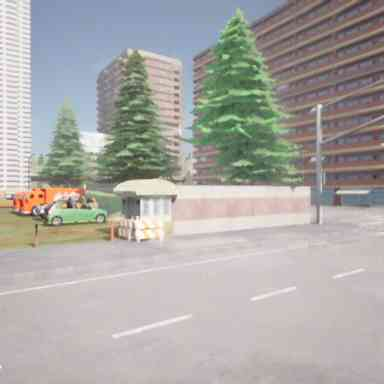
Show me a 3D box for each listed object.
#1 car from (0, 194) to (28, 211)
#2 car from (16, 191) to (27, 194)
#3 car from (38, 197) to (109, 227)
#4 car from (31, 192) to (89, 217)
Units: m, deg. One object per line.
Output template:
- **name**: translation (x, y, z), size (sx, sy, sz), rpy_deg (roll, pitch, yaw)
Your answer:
- **car**: translation (-24.522, 1.373, 44.115), size (4.193, 1.474, 1.816), rpy_deg (0, 0, -35)
- **car**: translation (-25.801, 1.182, 46.636), size (3.866, 1.878, 1.905), rpy_deg (0, 0, -35)
- **car**: translation (-7.439, 1.316, 21.494), size (3.988, 1.617, 1.851), rpy_deg (0, 0, -35)
- **car**: translation (-9.463, 1.145, 25.544), size (4.605, 1.855, 1.932), rpy_deg (0, 0, -35)
